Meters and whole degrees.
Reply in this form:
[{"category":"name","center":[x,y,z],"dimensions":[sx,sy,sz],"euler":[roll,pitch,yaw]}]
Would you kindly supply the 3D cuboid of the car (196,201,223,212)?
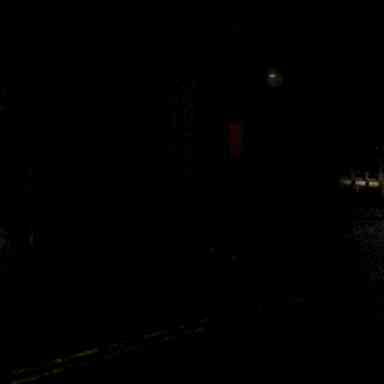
[{"category":"car","center":[2.363,1.897,44.417],"dimensions":[1.812,1.442,4.674],"euler":[1,-1,-35]}]
